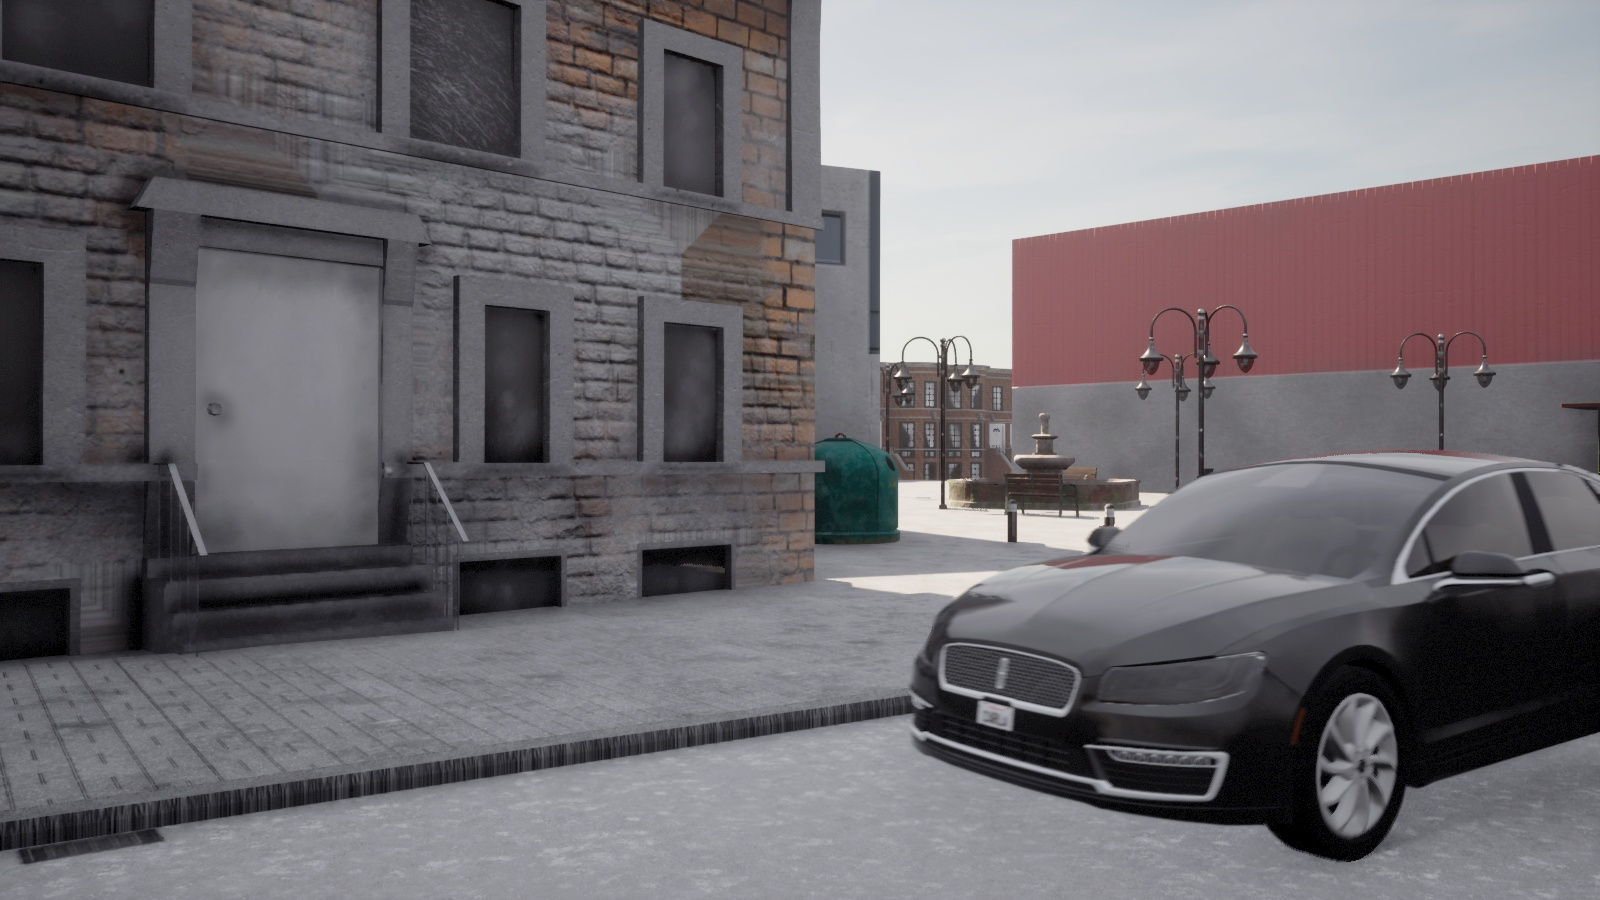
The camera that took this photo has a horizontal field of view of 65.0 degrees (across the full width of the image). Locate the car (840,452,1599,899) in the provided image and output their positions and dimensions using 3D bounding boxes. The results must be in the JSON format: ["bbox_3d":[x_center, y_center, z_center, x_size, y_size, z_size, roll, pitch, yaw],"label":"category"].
[{"bbox_3d":[2.708,0.759,6.154,4.892,1.490,1.837,0,0,-35],"label":"car"}]
